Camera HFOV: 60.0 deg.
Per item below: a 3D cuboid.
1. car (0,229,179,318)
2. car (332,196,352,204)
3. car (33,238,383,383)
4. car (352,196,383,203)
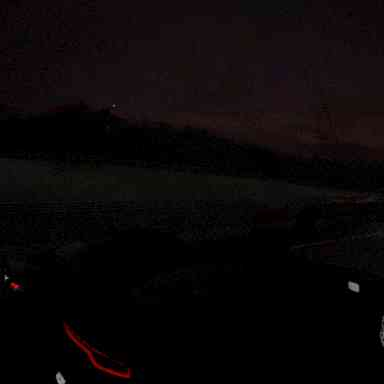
[{"bbox_3d":[-1.155,1.532,7.223,5.357,1.411,2.033,0,0,-36],"label":"car"},{"bbox_3d":[20.761,1.288,44.775,5.008,1.535,1.882,0,0,-37],"label":"car"},{"bbox_3d":[0.862,1.461,4.363,5.008,1.535,1.882,0,0,-36],"label":"car"},{"bbox_3d":[22.693,1.289,41.850,5.008,1.535,1.882,0,0,-37],"label":"car"}]
